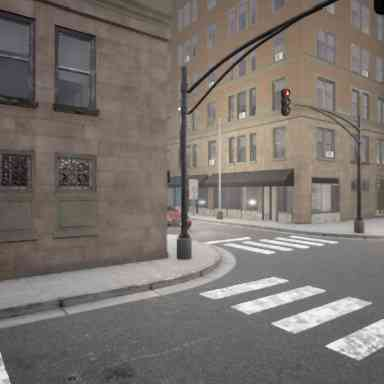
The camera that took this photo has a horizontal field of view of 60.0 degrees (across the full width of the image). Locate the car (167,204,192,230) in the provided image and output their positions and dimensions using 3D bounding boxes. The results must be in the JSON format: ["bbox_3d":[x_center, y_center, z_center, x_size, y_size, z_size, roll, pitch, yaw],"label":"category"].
[{"bbox_3d":[-1.903,1.436,19.819,1.812,1.442,4.674,0,0,-36],"label":"car"}]
